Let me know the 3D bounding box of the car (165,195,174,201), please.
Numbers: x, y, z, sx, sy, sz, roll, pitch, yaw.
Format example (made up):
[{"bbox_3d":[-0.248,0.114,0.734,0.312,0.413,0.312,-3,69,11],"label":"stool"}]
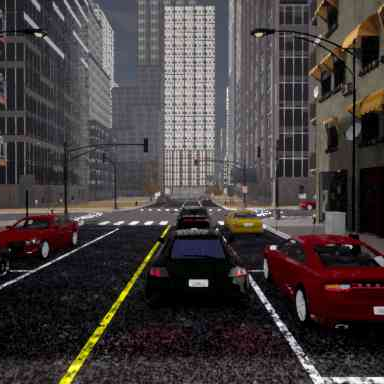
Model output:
[{"bbox_3d":[-5.650,1.524,83.587,1.752,1.417,4.829,-1,0,0],"label":"car"}]

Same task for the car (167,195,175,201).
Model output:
[{"bbox_3d":[-5.646,1.544,89.316,1.887,1.381,4.507,-1,0,0],"label":"car"}]

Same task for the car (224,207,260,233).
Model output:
[{"bbox_3d":[2.692,1.523,18.156,1.752,1.417,4.829,-1,0,0],"label":"car"}]

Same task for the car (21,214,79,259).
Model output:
[{"bbox_3d":[-5.692,1.543,12.482,1.887,1.381,4.507,-1,0,0],"label":"car"}]

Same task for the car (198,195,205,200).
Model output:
[{"bbox_3d":[2.738,1.582,94.870,1.802,1.307,4.206,-1,0,0],"label":"car"}]

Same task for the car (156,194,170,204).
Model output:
[{"bbox_3d":[-5.663,1.542,61.519,1.887,1.381,4.507,-1,0,0],"label":"car"}]

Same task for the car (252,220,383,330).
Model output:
[{"bbox_3d":[2.686,1.544,6.940,1.887,1.381,4.507,-1,0,0],"label":"car"}]

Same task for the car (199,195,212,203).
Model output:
[{"bbox_3d":[2.716,1.437,61.513,1.967,1.590,4.097,-1,0,0],"label":"car"}]

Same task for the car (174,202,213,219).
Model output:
[{"bbox_3d":[0.087,1.503,17.807,1.837,1.490,4.892,0,0,-1],"label":"car"}]

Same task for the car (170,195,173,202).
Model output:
[{"bbox_3d":[-5.661,1.313,67.079,2.192,1.841,5.009,-1,0,0],"label":"car"}]

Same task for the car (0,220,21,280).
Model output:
[{"bbox_3d":[-5.696,1.439,6.958,1.967,1.590,4.097,-1,0,0],"label":"car"}]

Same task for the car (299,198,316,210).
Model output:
[{"bbox_3d":[14.273,1.256,37.104,4.507,1.381,1.887,-1,1,0],"label":"car"}]

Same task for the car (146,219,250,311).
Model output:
[{"bbox_3d":[0.107,1.563,7.823,1.994,1.385,4.181,0,0,0],"label":"car"}]
